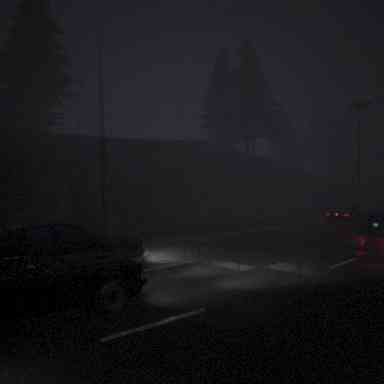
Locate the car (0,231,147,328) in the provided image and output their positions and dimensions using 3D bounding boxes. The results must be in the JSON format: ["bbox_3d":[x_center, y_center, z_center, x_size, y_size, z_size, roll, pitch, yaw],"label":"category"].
[{"bbox_3d":[-3.216,1.611,5.892,4.718,1.301,1.895,0,0,-37],"label":"car"}]

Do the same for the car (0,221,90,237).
[{"bbox_3d":[-4.056,1.562,9.629,5.357,1.411,2.033,0,0,-39],"label":"car"}]

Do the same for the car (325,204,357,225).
[{"bbox_3d":[11.565,1.566,24.141,5.357,1.411,2.033,0,0,-44],"label":"car"}]

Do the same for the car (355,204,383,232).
[{"bbox_3d":[11.343,1.539,19.118,4.674,1.442,1.812,0,0,-44],"label":"car"}]
